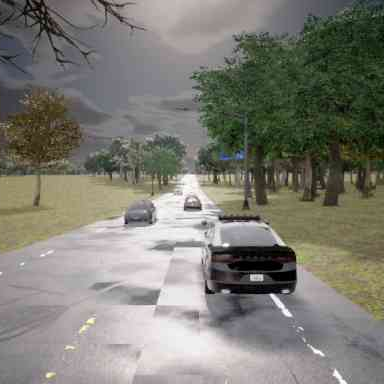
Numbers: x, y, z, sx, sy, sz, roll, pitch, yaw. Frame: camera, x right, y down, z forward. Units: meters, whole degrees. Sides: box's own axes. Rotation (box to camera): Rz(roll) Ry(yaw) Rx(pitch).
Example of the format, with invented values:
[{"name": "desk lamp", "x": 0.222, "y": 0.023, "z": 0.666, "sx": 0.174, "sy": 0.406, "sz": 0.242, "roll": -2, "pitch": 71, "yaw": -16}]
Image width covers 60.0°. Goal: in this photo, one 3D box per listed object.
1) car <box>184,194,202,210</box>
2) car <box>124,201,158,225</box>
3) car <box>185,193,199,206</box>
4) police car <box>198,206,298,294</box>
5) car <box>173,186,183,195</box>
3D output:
[{"name": "car", "x": 0.079, "y": 1.265, "z": 37.031, "sx": 1.994, "sy": 1.385, "sz": 4.181, "roll": 0, "pitch": 1, "yaw": 0}, {"name": "car", "x": -3.495, "y": 1.396, "z": 23.290, "sx": 1.837, "sy": 1.490, "sz": 4.892, "roll": 0, "pitch": 1, "yaw": 0}, {"name": "car", "x": 0.037, "y": 0.991, "z": 46.989, "sx": 1.882, "sy": 1.535, "sz": 5.008, "roll": 0, "pitch": 1, "yaw": 1}, {"name": "police car", "x": 1.227, "y": 1.411, "z": 8.878, "sx": 1.930, "sy": 1.638, "sz": 5.238, "roll": 0, "pitch": 0, "yaw": 0}, {"name": "car", "x": -3.482, "y": -0.361, "z": 83.624, "sx": 2.150, "sy": 2.045, "sz": 5.566, "roll": 0, "pitch": 2, "yaw": 0}]
